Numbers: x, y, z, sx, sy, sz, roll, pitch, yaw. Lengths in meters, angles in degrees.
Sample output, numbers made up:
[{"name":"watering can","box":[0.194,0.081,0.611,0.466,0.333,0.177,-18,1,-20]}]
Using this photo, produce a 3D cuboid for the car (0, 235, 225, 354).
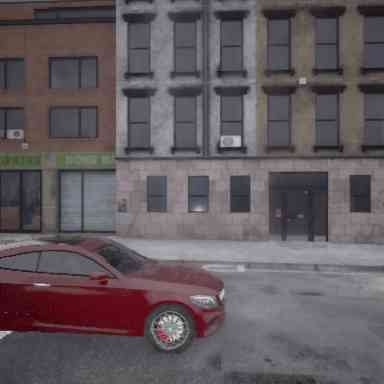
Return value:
[{"name":"car","box":[-1.790,1.486,5.526,4.674,1.442,1.812,1,0,3]}]
